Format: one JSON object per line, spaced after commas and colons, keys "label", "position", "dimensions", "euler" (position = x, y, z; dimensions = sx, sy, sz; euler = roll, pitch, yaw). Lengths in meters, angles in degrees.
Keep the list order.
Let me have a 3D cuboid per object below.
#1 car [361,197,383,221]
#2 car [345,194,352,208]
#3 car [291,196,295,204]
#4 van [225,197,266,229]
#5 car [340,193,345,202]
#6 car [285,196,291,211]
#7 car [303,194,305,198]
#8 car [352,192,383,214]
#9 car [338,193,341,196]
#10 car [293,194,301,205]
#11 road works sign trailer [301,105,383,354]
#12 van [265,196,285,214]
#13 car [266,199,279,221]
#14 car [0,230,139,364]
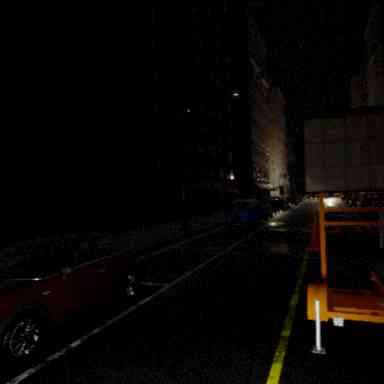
{"label": "car", "position": [13.328, 1.260, 23.384], "dimensions": [1.802, 1.307, 4.206], "euler": [-2, 0, 22]}
{"label": "car", "position": [19.408, 1.003, 38.726], "dimensions": [1.967, 1.590, 4.097], "euler": [-2, 0, 22]}
{"label": "car", "position": [11.494, 1.440, 41.869], "dimensions": [1.802, 1.307, 4.206], "euler": [-2, 0, 22]}
{"label": "van", "position": [3.372, 1.354, 21.417], "dimensions": [1.690, 1.788, 3.998], "euler": [-2, 0, 22]}
{"label": "car", "position": [23.469, 1.038, 48.953], "dimensions": [2.008, 1.369, 4.403], "euler": [-2, 0, 22]}
{"label": "car", "position": [9.465, 1.462, 36.755], "dimensions": [1.947, 1.339, 4.313], "euler": [-2, 0, 22]}
{"label": "car", "position": [19.602, 1.149, 62.325], "dimensions": [1.967, 1.590, 4.097], "euler": [-2, 0, 22]}
{"label": "car", "position": [15.346, 0.955, 28.500], "dimensions": [2.192, 1.841, 5.009], "euler": [-2, 0, 22]}
{"label": "car", "position": [27.526, 0.979, 59.180], "dimensions": [1.947, 1.339, 4.313], "euler": [-2, 0, 22]}
{"label": "car", "position": [15.550, 1.349, 52.096], "dimensions": [1.947, 1.339, 4.313], "euler": [-2, 0, 22]}
{"label": "road works sign trailer", "position": [3.141, 0.388, 5.550], "dimensions": [2.380, 3.560, 2.880], "euler": [-2, 0, 22]}
{"label": "van", "position": [7.428, 1.276, 31.643], "dimensions": [1.690, 1.788, 3.998], "euler": [-2, 0, 22]}
{"label": "car", "position": [5.407, 1.524, 26.528], "dimensions": [2.008, 1.369, 4.403], "euler": [-2, 0, 22]}
{"label": "car", "position": [-2.710, 1.572, 6.075], "dimensions": [1.967, 1.590, 4.097], "euler": [-2, 0, 22]}
